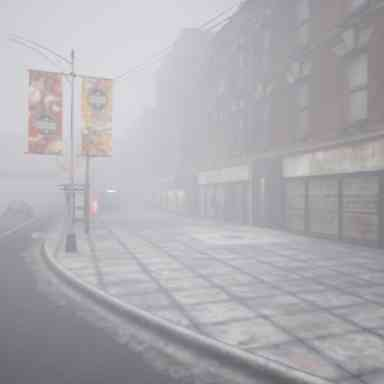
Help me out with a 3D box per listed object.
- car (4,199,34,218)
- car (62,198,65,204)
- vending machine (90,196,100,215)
[{"bbox_3d":[-17.120,1.570,33.073,2.097,1.767,4.553,1,-1,-19],"label":"car"},{"bbox_3d":[-28.999,2.055,77.417,2.231,1.521,4.892,0,-1,-9],"label":"car"},{"bbox_3d":[-11.091,1.498,37.954,1.100,2.100,0.880,1,-1,-19],"label":"vending machine"}]
